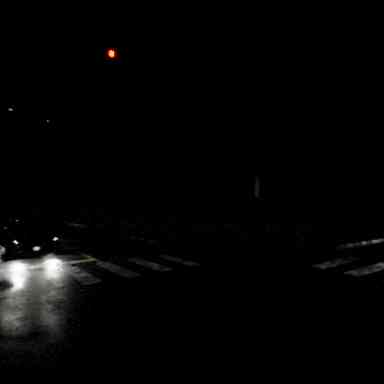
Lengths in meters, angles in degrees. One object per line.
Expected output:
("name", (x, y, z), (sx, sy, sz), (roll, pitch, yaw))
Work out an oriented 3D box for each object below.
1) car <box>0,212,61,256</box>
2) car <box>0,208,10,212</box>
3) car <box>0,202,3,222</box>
("car", (-7.401, 1.781, 14.700), (2.033, 1.411, 5.357), (0, -1, -36))
("car", (-13.164, 1.990, 22.835), (1.895, 1.301, 4.718), (0, -1, -35))
("car", (-19.466, 1.913, 31.764), (2.097, 1.767, 4.553), (0, -1, -35))
